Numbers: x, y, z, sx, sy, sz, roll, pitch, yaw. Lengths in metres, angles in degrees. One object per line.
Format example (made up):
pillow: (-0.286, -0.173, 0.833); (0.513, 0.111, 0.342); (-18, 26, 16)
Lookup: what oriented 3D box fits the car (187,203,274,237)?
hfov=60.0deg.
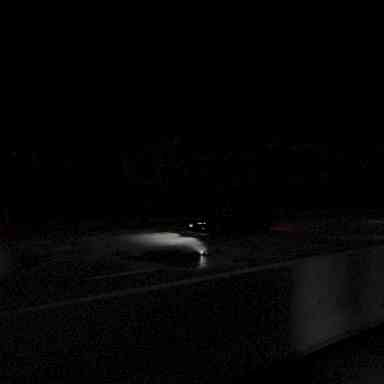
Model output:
car: (2.065, 1.387, 17.417); (4.892, 1.490, 1.837); (0, 0, -29)
